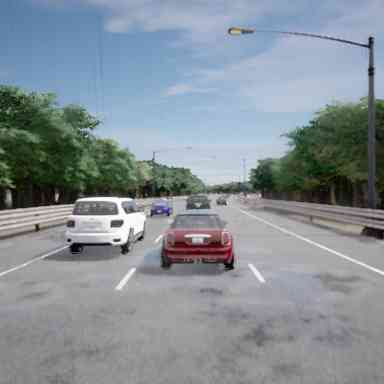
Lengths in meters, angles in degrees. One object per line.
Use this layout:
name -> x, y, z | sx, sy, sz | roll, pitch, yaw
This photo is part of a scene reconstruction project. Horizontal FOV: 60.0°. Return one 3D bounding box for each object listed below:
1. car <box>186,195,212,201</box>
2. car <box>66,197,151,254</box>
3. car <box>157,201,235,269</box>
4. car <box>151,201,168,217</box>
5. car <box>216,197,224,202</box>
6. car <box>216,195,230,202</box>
car -> 0.590, 1.273, 30.355 | 2.150, 2.045, 5.566 | 0, 0, 2
car -> -3.288, 1.230, 13.741 | 2.150, 2.045, 5.566 | 0, 0, 1
car -> 0.185, 1.359, 11.307 | 2.097, 1.767, 4.553 | 0, 0, 1
car -> -2.854, 1.581, 32.037 | 1.812, 1.442, 4.674 | 0, 0, 2
car -> 7.346, 1.992, 86.686 | 1.895, 1.301, 4.718 | 0, 0, 5
car -> 5.542, 1.735, 62.915 | 2.128, 1.511, 4.902 | 0, 0, 4
